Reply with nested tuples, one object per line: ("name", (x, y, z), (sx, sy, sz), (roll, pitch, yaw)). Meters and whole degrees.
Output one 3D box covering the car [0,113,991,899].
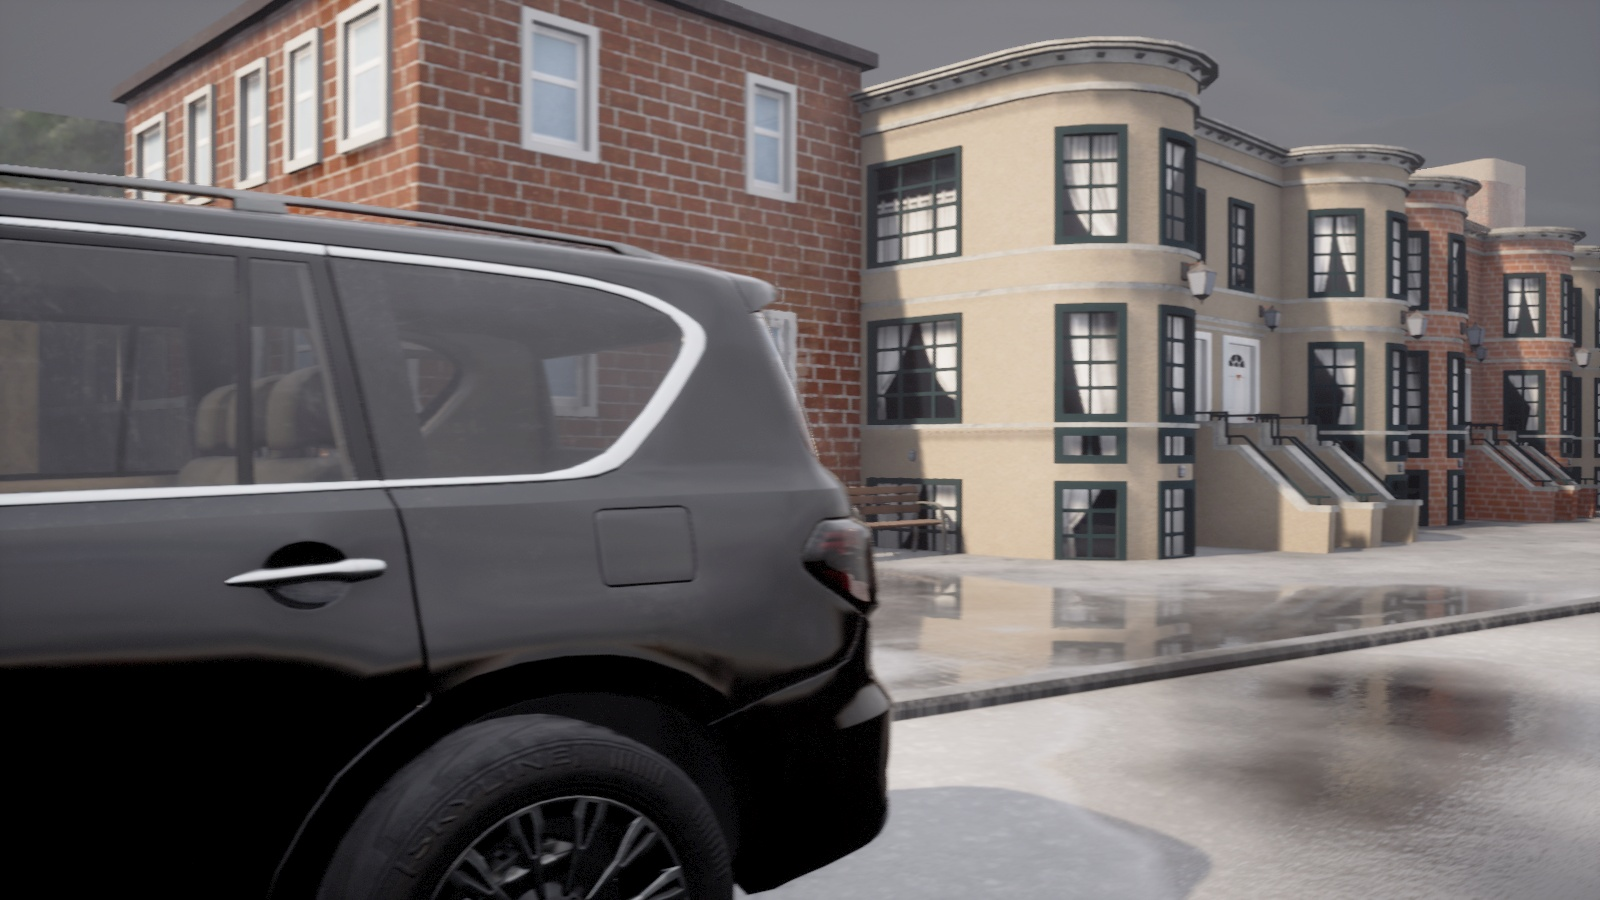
("car", (-2.397, 0.475, 2.601), (5.566, 2.045, 2.150), (0, 0, -35))
